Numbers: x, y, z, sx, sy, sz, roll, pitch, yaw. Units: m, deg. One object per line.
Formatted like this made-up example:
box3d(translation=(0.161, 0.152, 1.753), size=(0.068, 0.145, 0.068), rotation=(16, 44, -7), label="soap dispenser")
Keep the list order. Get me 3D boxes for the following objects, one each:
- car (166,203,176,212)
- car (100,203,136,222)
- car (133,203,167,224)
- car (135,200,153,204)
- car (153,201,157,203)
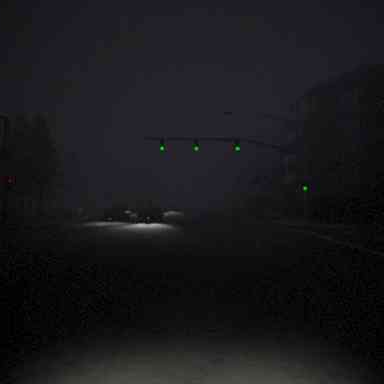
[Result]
box3d(translation=(-3.375, 2.233, 49.932), size=(1.895, 1.301, 4.718), rotation=(0, -1, 1), label="car")
box3d(translation=(-6.983, 1.942, 30.948), size=(2.033, 1.411, 5.357), rotation=(0, -1, 0), label="car")
box3d(translation=(-3.486, 1.926, 28.532), size=(1.994, 1.385, 4.181), rotation=(0, -1, 0), label="car")
box3d(translation=(-6.832, 1.918, 44.514), size=(2.097, 1.767, 4.553), rotation=(0, -1, 0), label="car")
box3d(translation=(-6.791, 2.208, 56.496), size=(2.128, 1.511, 4.902), rotation=(0, -1, 0), label="car")
